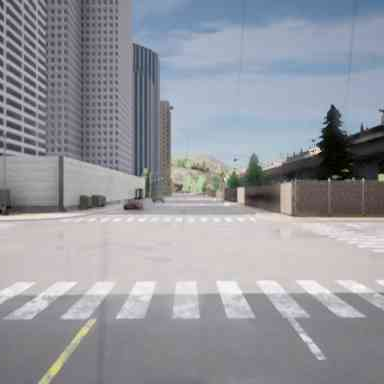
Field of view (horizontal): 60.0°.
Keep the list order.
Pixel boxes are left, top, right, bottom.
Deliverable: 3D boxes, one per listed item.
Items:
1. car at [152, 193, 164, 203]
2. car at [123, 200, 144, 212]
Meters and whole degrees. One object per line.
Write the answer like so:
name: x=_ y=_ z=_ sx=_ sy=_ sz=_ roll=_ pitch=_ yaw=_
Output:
car: x=-6.918 y=1.249 z=68.066 sx=2.150 sy=2.045 sz=5.566 roll=0 pitch=0 yaw=0
car: x=-6.952 y=1.632 z=39.864 sx=1.895 sy=1.301 sz=4.718 roll=0 pitch=0 yaw=0
